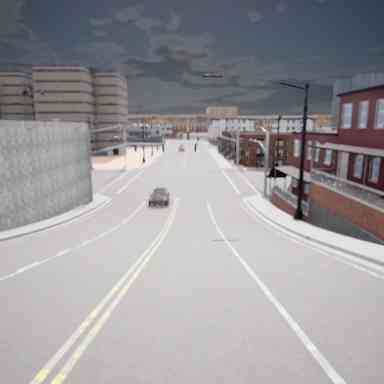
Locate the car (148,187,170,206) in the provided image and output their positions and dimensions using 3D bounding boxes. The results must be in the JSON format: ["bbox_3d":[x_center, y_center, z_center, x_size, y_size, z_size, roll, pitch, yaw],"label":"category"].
[{"bbox_3d":[-3.496,0.440,35.833,2.097,1.767,4.553,0,8,0],"label":"car"}]
